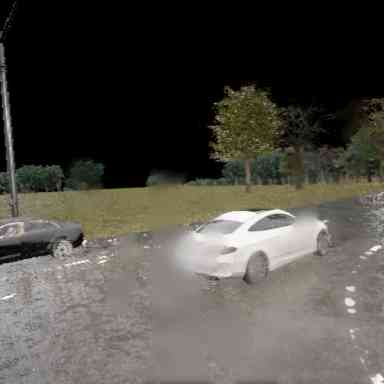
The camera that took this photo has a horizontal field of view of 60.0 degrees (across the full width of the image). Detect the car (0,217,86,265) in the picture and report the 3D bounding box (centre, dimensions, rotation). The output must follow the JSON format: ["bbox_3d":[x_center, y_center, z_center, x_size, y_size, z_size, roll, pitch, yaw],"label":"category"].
[{"bbox_3d":[-5.961,1.657,10.779,4.902,1.511,2.128,-6,2,-42],"label":"car"}]

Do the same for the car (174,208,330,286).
[{"bbox_3d":[1.645,1.125,8.253,4.674,1.442,1.812,-7,2,-43],"label":"car"}]
